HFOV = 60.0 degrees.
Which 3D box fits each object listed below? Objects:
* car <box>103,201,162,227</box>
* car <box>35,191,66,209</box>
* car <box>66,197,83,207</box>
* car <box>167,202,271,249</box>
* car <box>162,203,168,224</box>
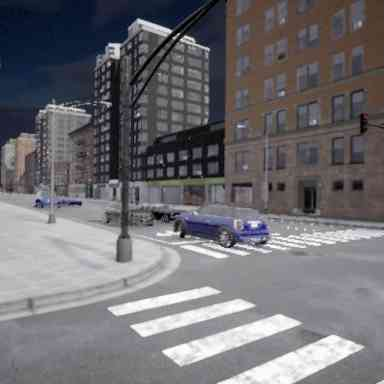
[{"bbox_3d":[-4.050,1.348,20.912,1.837,1.490,4.892,1,0,-35],"label":"car"},{"bbox_3d":[-17.251,0.895,39.777,2.150,2.045,5.566,1,0,-35],"label":"car"},{"bbox_3d":[-15.768,1.299,43.339,1.895,1.301,4.718,1,0,-35],"label":"car"},{"bbox_3d":[1.149,1.246,14.452,2.097,1.767,4.553,2,0,-36],"label":"car"},{"bbox_3d":[-1.903,1.479,23.507,1.895,1.301,4.718,1,0,-35],"label":"car"}]
